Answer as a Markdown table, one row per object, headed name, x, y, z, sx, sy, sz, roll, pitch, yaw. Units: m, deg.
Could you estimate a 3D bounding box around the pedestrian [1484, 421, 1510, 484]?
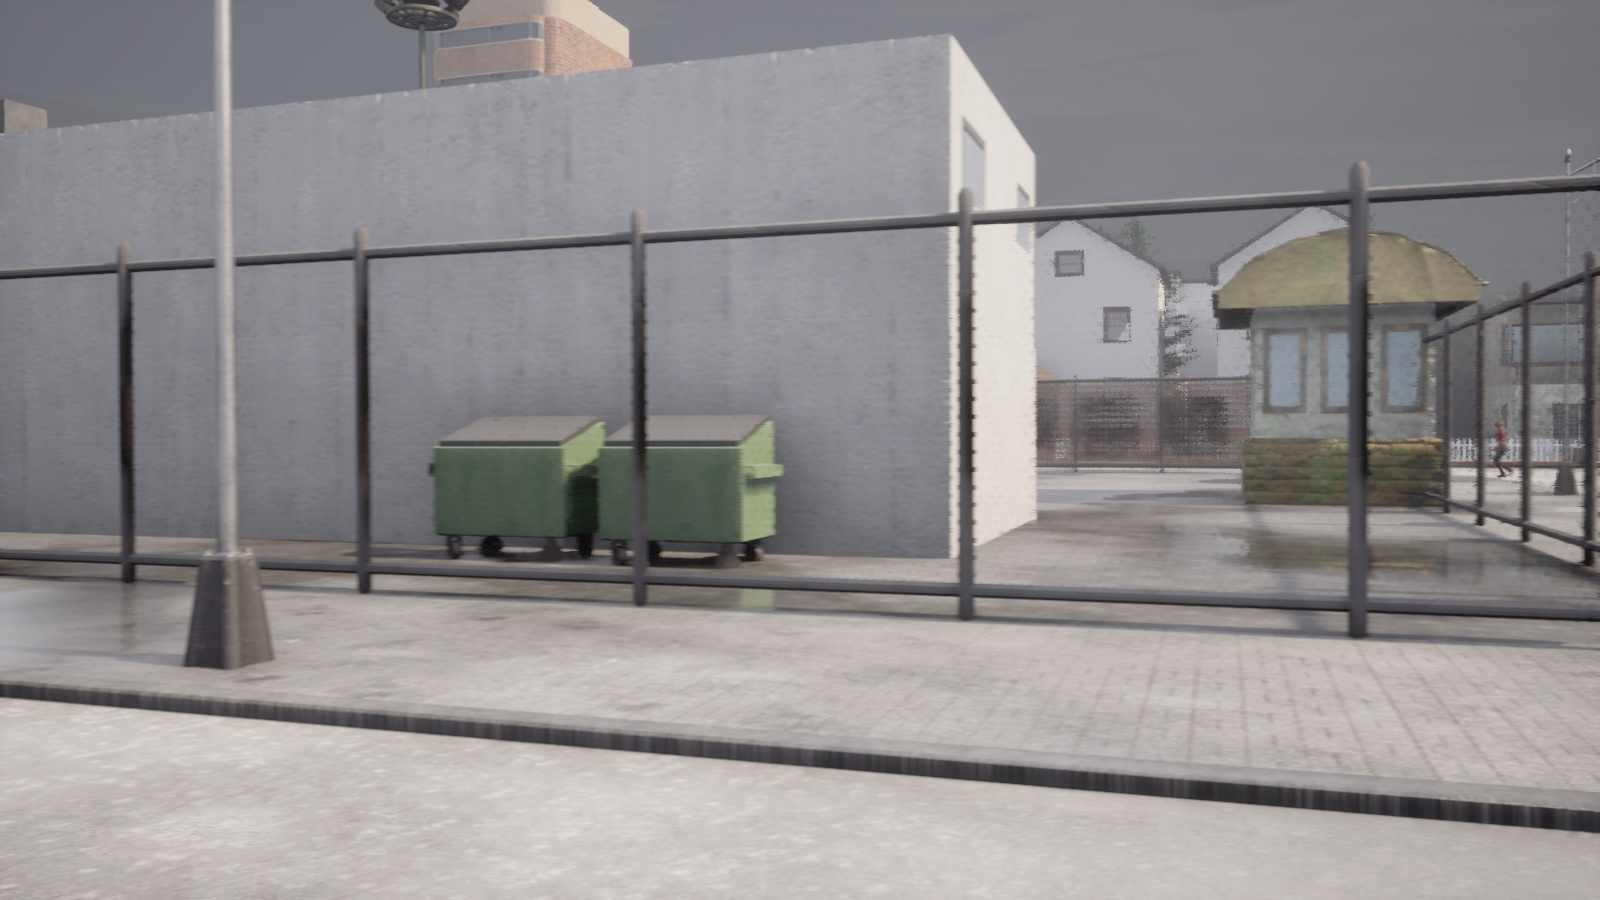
| name | x | y | z | sx | sy | sz | roll | pitch | yaw |
| --- | --- | --- | --- | --- | --- | --- | --- | --- | --- |
| pedestrian | 20.746 | 0.063 | 37.364 | 0.636 | 1.846 | 0.331 | 1 | 1 | 25 |
